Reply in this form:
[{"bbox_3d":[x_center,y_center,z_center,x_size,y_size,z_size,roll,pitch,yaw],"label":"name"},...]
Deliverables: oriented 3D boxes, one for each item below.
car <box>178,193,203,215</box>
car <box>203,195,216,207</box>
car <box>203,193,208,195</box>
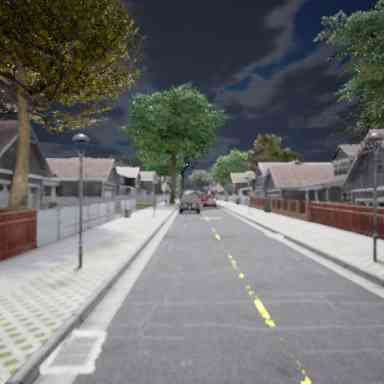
[{"bbox_3d":[-0.232,1.219,34.971,2.150,2.045,5.566,0,0,0],"label":"car"},{"bbox_3d":[2.651,1.581,51.386,1.994,1.385,4.181,0,0,0],"label":"car"},{"bbox_3d":[2.484,1.259,70.234,2.150,2.045,5.566,0,0,0],"label":"car"}]
